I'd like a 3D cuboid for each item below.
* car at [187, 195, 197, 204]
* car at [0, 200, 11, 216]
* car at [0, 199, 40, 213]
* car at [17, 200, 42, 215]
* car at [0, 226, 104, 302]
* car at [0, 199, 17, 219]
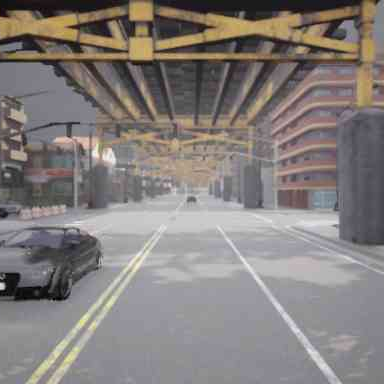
[{"bbox_3d":[-0.075,1.422,62.786,1.837,1.490,4.892,0,0,0],"label":"car"},{"bbox_3d":[-17.168,1.260,27.154,4.536,1.218,1.853,0,0,25],"label":"car"},{"bbox_3d":[-16.848,1.255,31.273,4.536,1.218,1.853,0,0,-20],"label":"car"},{"bbox_3d":[-16.799,1.413,31.292,4.974,1.542,2.038,0,0,-20],"label":"car"},{"bbox_3d":[-3.586,1.554,8.151,1.994,1.385,4.181,0,0,0],"label":"car"},{"bbox_3d":[-17.121,1.417,27.132,4.974,1.542,2.038,0,0,25],"label":"car"}]
